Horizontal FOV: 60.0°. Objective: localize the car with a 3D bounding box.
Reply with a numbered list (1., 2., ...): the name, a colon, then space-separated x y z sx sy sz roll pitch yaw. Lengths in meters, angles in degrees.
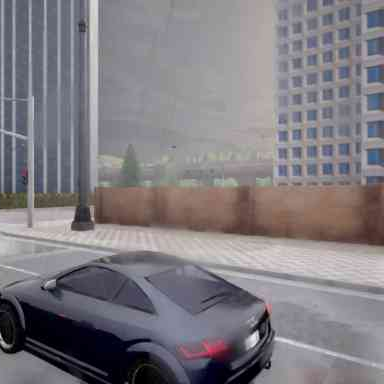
1. car: -1.000 1.564 4.717 4.181 1.385 1.994 0 0 35
